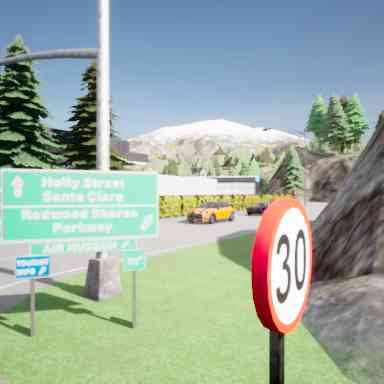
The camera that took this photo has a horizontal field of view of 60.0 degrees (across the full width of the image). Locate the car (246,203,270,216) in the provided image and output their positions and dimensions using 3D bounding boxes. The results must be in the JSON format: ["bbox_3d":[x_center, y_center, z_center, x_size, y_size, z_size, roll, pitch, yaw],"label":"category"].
[{"bbox_3d":[7.468,1.789,34.853,1.895,1.301,4.718,0,0,36],"label":"car"}]

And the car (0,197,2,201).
[{"bbox_3d":[-12.422,1.498,26.064,1.905,1.878,3.866,0,0,35],"label":"car"}]

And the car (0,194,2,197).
[{"bbox_3d":[-38.665,1.472,69.981,4.514,1.523,2.007,0,0,35],"label":"car"}]

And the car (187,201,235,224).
[{"bbox_3d":[1.563,1.540,26.726,2.097,1.767,4.553,0,0,36],"label":"car"}]
